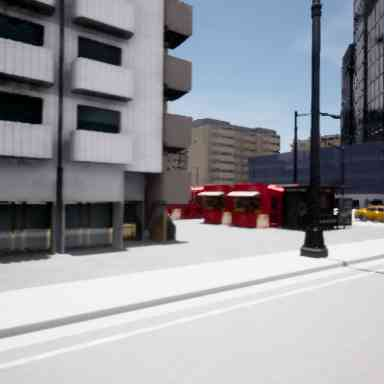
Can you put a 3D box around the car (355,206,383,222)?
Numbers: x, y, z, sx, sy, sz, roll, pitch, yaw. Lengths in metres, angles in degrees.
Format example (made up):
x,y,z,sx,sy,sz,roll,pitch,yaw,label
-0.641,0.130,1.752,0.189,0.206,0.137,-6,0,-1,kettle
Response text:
x,y,z,sx,sy,sz,roll,pitch,yaw,label
17.667,2.064,30.611,1.882,1.535,5.008,1,0,-36,car
